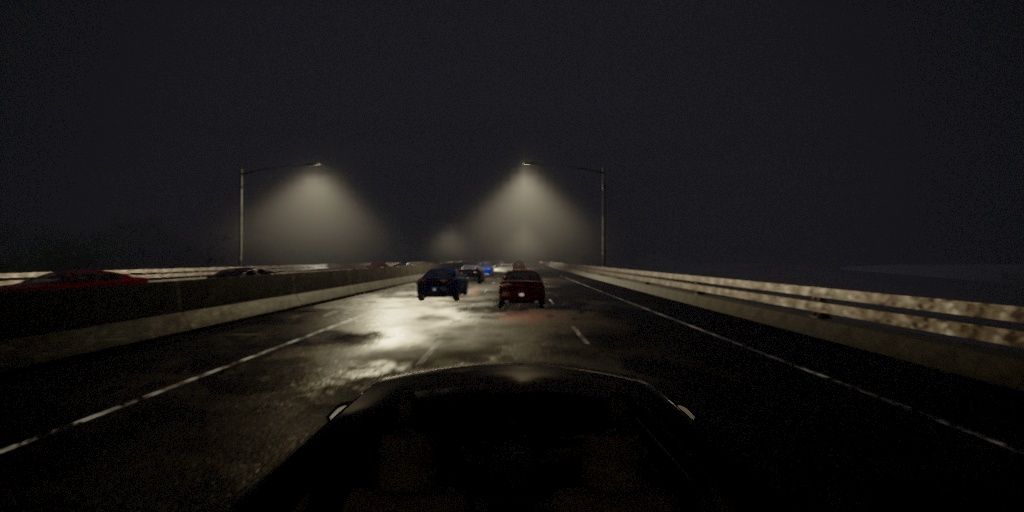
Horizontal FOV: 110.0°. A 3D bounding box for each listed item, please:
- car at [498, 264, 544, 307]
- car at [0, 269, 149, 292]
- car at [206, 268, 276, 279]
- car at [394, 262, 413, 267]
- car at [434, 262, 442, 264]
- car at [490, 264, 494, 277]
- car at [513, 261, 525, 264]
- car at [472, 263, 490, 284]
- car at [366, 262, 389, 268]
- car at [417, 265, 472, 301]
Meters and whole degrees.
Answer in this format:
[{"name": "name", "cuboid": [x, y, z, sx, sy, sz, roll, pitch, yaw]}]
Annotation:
[{"name": "car", "cuboid": [0.409, 1.333, 16.262, 1.882, 1.535, 5.008, 0, 0, 1]}, {"name": "car", "cuboid": [-17.539, 1.309, 14.279, 1.882, 1.535, 5.008, 0, 0, 1]}, {"name": "car", "cuboid": [-14.001, 1.369, 18.415, 1.837, 1.490, 4.892, 0, 0, 1]}, {"name": "car", "cuboid": [-16.697, 1.647, 55.303, 2.128, 1.511, 4.902, 0, 0, 2]}, {"name": "car", "cuboid": [-12.927, 1.767, 62.427, 2.033, 1.411, 5.357, 0, 0, 2]}, {"name": "car", "cuboid": [-3.058, 1.522, 40.312, 1.882, 1.535, 5.008, 0, 0, 1]}, {"name": "car", "cuboid": [1.237, 1.612, 65.335, 2.097, 1.767, 4.553, 0, 0, 3]}, {"name": "car", "cuboid": [-3.272, 1.448, 29.346, 2.128, 1.511, 4.902, 0, 0, 1]}, {"name": "car", "cuboid": [-20.239, 1.620, 54.050, 1.882, 1.535, 5.008, 0, 0, 2]}, {"name": "car", "cuboid": [-3.416, 1.347, 18.379, 1.882, 1.535, 5.008, 0, 0, 1]}]
